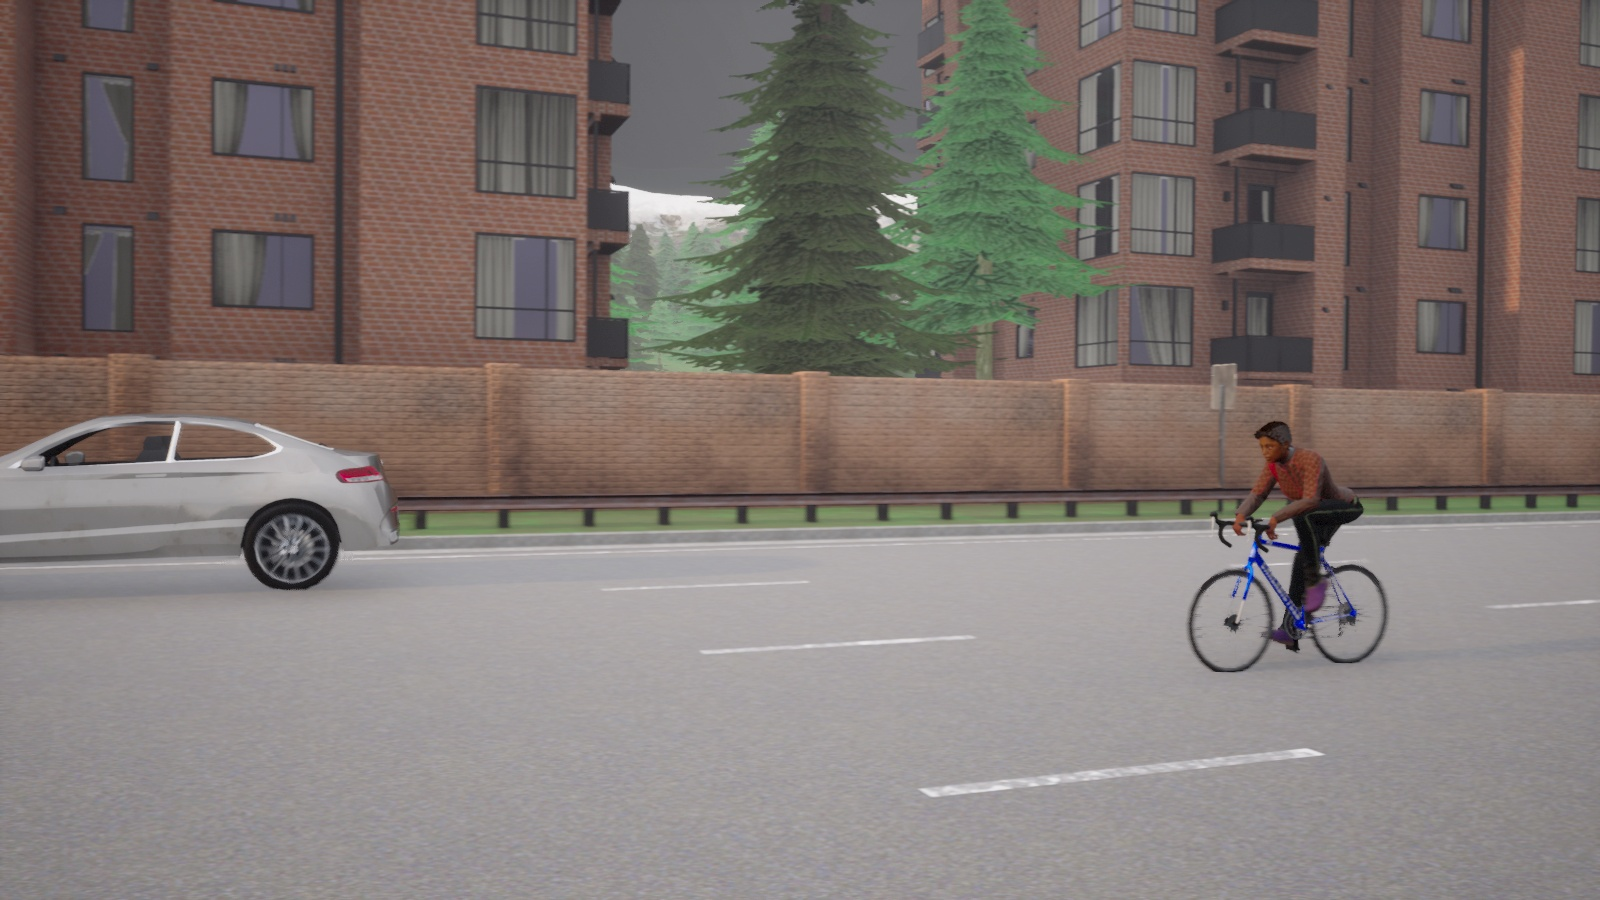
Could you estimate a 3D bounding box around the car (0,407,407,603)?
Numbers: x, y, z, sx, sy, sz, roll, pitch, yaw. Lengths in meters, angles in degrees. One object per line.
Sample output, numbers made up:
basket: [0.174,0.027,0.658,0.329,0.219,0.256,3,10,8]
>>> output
car: [-6.467,0.454,12.012,5.027,1.651,2.152,-1,1,-21]

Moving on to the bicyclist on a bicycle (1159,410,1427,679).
bicyclist on a bicycle: [3.225,0.566,8.206,1.656,1.620,0.582,-1,1,-21]
